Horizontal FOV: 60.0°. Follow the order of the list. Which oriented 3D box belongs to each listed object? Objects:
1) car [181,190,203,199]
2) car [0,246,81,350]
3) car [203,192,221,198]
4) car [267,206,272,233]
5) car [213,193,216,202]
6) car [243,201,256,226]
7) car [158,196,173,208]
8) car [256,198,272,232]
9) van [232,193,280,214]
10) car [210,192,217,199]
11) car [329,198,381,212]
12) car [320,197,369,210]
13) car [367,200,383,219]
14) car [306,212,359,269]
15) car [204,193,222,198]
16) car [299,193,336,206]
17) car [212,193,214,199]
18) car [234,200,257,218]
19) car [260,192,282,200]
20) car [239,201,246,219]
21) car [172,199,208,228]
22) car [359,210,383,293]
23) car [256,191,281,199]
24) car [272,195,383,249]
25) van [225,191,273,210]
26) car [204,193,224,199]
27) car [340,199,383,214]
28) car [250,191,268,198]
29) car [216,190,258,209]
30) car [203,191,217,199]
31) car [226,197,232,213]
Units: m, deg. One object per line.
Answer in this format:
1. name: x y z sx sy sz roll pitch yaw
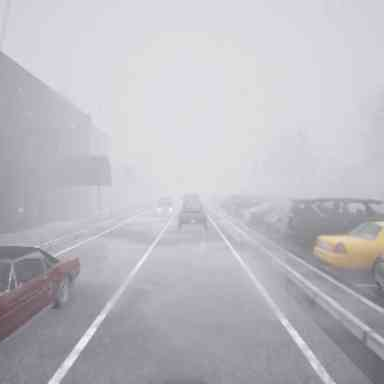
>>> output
1. car: -0.087 1.126 40.680 2.150 2.045 5.566 0 1 -1
2. car: -3.357 1.605 5.072 1.895 1.301 4.718 0 0 0
3. car: 5.323 0.828 88.850 4.792 1.488 2.163 0 1 0
4. car: 6.055 1.537 14.949 4.674 1.452 2.002 0 0 0
5. car: 6.062 1.274 46.052 5.366 1.575 1.946 0 1 0
6. car: 6.015 1.516 20.601 5.008 1.535 2.097 0 0 0
7. car: -3.565 1.360 45.240 1.837 1.490 4.892 0 1 0
8. car: 6.068 1.381 17.776 4.553 1.767 2.185 0 0 0
9. van: 6.089 1.287 29.217 4.442 1.987 1.878 0 1 0
10. car: 5.858 1.186 54.529 4.792 1.488 2.163 0 1 0
11. car: 18.471 1.430 37.815 4.792 1.488 2.163 0 1 0
12. car: 18.493 1.363 40.513 4.892 1.521 2.231 0 1 0
13. car: 18.541 1.518 29.333 5.008 1.535 2.097 0 1 0
14. car: 6.270 1.474 9.299 5.366 1.575 1.946 0 0 0
15. car: 5.378 0.883 86.068 4.674 1.452 2.002 0 1 0
16. car: 18.409 1.116 48.981 4.553 1.767 2.185 0 1 0
17. car: 5.847 1.236 51.703 4.674 1.452 2.002 0 1 0
18. car: 5.991 1.570 26.261 4.674 1.452 2.002 0 0 0
19. car: 18.494 0.858 77.820 4.553 1.767 2.185 0 1 0
20. car: 6.002 1.565 23.426 4.674 1.452 2.002 0 0 0
21. car: 0.040 1.514 22.288 2.128 1.511 4.902 0 0 0
22. car: 6.132 1.342 6.473 4.553 1.767 2.185 0 0 0
23. car: 18.530 0.687 80.604 5.566 2.045 2.435 0 1 0
24. car: 6.097 1.236 12.125 5.566 2.045 2.435 0 0 0
25. van: 6.058 1.212 34.747 4.442 1.987 1.878 0 1 0
26. car: 5.428 0.917 83.285 4.792 1.488 2.163 0 1 0
27. car: 18.486 1.470 34.991 4.792 1.488 2.163 0 1 0
28. car: 18.377 0.633 91.744 4.553 1.767 2.185 0 1 0
29. car: 5.897 1.146 37.571 5.566 2.045 2.435 0 1 0
30. car: 5.459 1.016 77.861 4.674 1.452 2.002 1 1 0
31. car: 5.959 1.518 31.925 4.674 1.452 2.002 0 1 0
